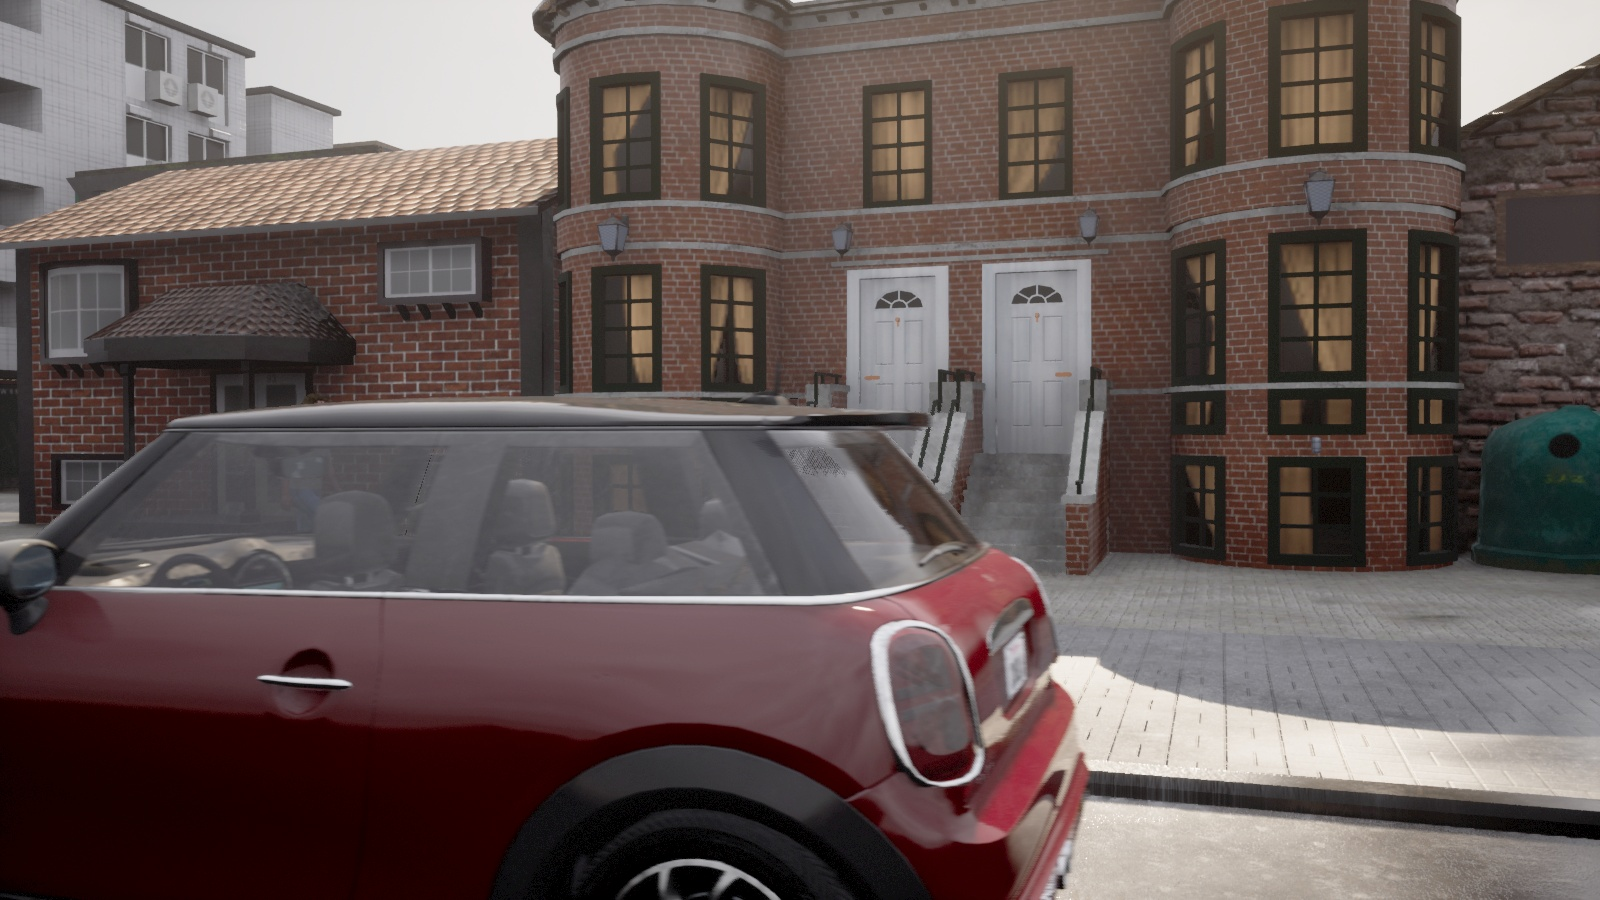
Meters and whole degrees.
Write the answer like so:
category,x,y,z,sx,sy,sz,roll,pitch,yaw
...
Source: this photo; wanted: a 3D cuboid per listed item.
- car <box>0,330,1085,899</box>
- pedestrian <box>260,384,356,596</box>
category,x,y,z,sx,sy,sz,roll,pitch,yaw
car,-1.482,0.612,4.216,4.553,1.767,2.097,1,1,19
pedestrian,-4.328,0.341,11.065,0.706,1.836,0.354,0,1,9
